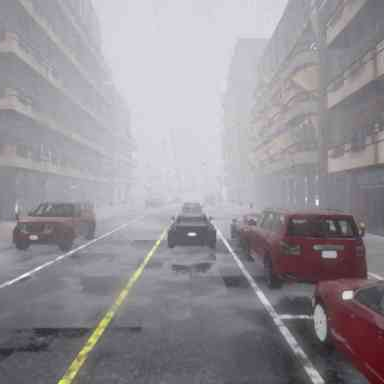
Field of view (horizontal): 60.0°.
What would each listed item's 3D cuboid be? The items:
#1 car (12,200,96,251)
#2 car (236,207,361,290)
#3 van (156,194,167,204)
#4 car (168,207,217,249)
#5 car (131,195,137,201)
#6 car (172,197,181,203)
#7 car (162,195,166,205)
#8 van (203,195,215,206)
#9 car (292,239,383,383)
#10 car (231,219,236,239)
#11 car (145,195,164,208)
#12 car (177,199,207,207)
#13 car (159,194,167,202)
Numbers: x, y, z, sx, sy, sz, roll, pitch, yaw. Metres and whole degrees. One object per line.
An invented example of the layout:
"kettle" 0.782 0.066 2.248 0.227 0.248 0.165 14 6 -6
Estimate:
"car" -5.672 1.317 14.433 2.192 1.841 5.009 1 0 0
"car" 2.709 1.315 8.945 2.192 1.841 5.009 1 0 0
"van" -5.809 1.352 64.296 1.690 1.788 3.998 1 0 0
"car" 0.000 1.575 14.653 1.994 1.385 4.181 0 0 0
"car" -16.491 1.511 86.942 4.097 1.590 1.967 0 -1 0
"car" -3.004 1.616 67.304 2.033 1.411 5.357 0 0 0
"car" -5.644 1.591 53.216 1.802 1.307 4.206 1 0 0
"van" 2.708 1.350 53.268 1.690 1.788 3.998 1 0 0
"car" 2.704 1.543 3.404 1.887 1.381 4.507 1 0 0
"car" 2.704 1.584 14.485 1.802 1.307 4.206 1 0 0
"car" -5.643 1.559 47.675 2.008 1.369 4.403 1 0 0
"car" 0.000 1.569 29.655 2.033 1.411 5.357 0 0 0
"car" -5.644 1.576 58.755 1.947 1.339 4.313 1 0 0
